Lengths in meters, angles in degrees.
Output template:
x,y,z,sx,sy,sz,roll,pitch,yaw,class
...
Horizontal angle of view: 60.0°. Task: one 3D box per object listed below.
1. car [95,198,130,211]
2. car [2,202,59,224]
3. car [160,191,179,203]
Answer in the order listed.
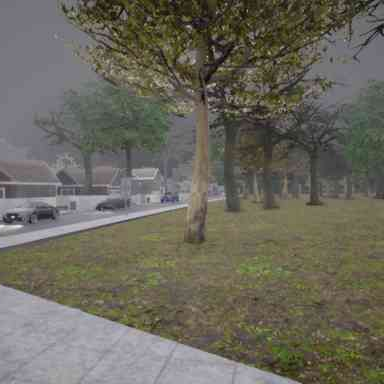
x,y,z,sx,sy,sz,roll,pitch,yaw,class
-8.540,1.314,36.325,2.033,1.411,5.357,-1,0,12,car
-11.309,1.432,23.631,1.994,1.385,4.181,-1,0,11,car
-3.794,0.896,57.782,2.150,2.045,5.566,-1,0,12,car
